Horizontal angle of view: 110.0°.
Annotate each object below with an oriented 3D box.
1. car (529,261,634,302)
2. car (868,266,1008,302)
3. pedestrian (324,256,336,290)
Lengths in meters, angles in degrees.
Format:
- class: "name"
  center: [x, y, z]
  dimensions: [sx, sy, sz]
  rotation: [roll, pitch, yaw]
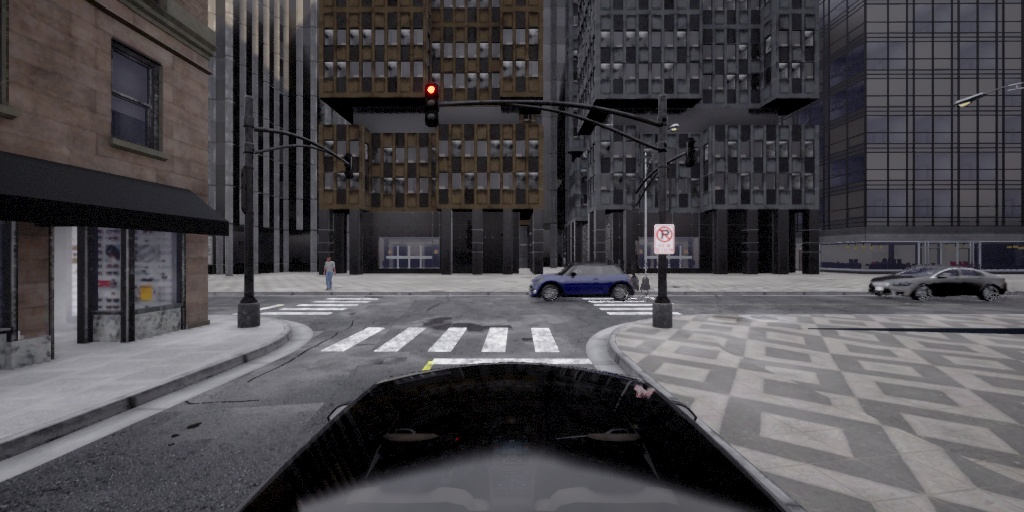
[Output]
- class: "car"
  center: [3.072, 1.094, 16.353]
  dimensions: [4.553, 1.767, 2.097]
  rotation: [0, 0, 0]
- class: "car"
  center: [19.119, 1.213, 16.244]
  dimensions: [4.902, 1.511, 2.128]
  rotation: [0, 0, 0]
- class: "pedestrian"
  center: [-9.929, 0.902, 19.476]
  dimensions: [0.375, 1.860, 0.375]
  rotation: [0, 0, 0]
